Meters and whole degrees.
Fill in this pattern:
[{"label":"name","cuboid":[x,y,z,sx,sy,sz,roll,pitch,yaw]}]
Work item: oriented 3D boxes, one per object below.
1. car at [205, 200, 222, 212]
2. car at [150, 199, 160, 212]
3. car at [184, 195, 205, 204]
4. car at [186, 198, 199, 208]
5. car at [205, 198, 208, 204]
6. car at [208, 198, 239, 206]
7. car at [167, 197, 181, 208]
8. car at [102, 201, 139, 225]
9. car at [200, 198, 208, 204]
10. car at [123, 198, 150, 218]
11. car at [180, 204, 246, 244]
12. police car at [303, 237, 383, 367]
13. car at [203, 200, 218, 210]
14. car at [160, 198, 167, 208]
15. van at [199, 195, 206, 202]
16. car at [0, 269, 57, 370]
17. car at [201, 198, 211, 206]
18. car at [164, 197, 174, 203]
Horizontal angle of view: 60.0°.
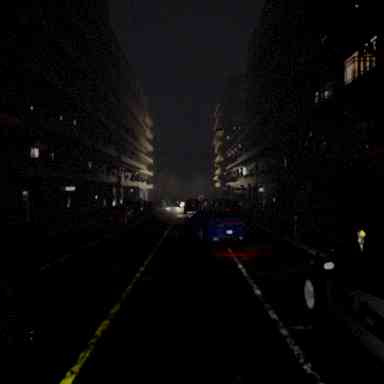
[{"label":"car","cuboid":[2.668,1.777,42.902,1.887,1.381,4.507,-1,0,0]},{"label":"car","cuboid":[-5.679,1.777,42.847,1.887,1.381,4.507,-1,0,0]},{"label":"car","cuboid":[0.117,1.565,39.201,2.097,1.767,4.553,0,0,0]},{"label":"car","cuboid":[0.130,1.785,55.961,2.128,1.511,4.902,0,0,0]},{"label":"car","cuboid":[2.657,1.490,31.575,2.192,1.841,5.009,-1,0,0]},{"label":"car","cuboid":[2.654,1.460,25.909,2.192,1.841,5.009,-1,0,0]},{"label":"car","cuboid":[-3.019,1.643,55.106,2.097,1.767,4.553,0,0,1]},{"label":"car","cuboid":[-5.689,1.689,25.855,1.887,1.381,4.507,-1,0,0]},{"label":"car","cuboid":[2.721,1.976,76.889,1.802,1.307,4.206,-1,0,0]},{"label":"car","cuboid":[-5.690,1.489,31.519,2.192,1.841,5.009,-1,0,0]},{"label":"car","cuboid":[0.985,1.571,16.590,1.882,1.535,5.008,0,0,-15]},{"label":"police car","cuboid":[3.136,1.453,4.790,1.930,1.638,5.238,0,0,0]},{"label":"car","cuboid":[2.677,1.826,48.566,1.947,1.339,4.313,-1,0,0]},{"label":"car","cuboid":[-5.672,1.853,54.178,1.947,1.339,4.313,-1,0,0]},{"label":"van","cuboid":[2.724,1.784,88.219,1.690,1.788,3.998,-1,0,0]},{"label":"car","cuboid":[-3.100,1.565,3.069,2.033,1.411,5.357,0,0,0]},{"label":"car","cuboid":[2.716,1.907,65.559,1.947,1.339,4.313,-1,0,0]},{"label":"car","cuboid":[-5.656,1.969,82.502,2.008,1.369,4.403,-1,0,0]}]
